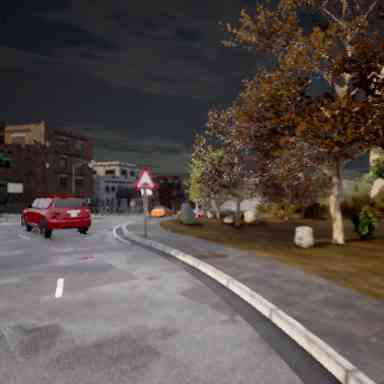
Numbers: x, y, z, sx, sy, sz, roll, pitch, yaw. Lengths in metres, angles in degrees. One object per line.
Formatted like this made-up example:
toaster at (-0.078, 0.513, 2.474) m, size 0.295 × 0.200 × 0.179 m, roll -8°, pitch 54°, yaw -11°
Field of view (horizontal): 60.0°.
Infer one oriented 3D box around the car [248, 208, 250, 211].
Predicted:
car at (6.636, 3.635, 56.458) m, size 5.366 × 1.575 × 1.946 m, roll 0°, pitch -4°, yaw 15°

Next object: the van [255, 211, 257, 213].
van at (11.771, 4.582, 75.022) m, size 4.442 × 1.987 × 1.878 m, roll 0°, pitch -3°, yaw 15°

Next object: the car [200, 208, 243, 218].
car at (4.044, 2.895, 45.772) m, size 4.892 × 1.521 × 2.231 m, roll 0°, pitch -4°, yaw 15°

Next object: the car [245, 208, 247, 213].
car at (5.439, 3.271, 51.088) m, size 4.892 × 1.521 × 2.231 m, roll 0°, pitch -4°, yaw 15°

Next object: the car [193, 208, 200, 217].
car at (1.952, 3.881, 59.715) m, size 1.994 × 1.385 × 4.181 m, roll 0°, pitch -4°, yaw 15°

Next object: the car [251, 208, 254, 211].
car at (9.584, 4.367, 67.052) m, size 4.674 × 1.452 × 2.002 m, roll 0°, pitch -4°, yaw 15°

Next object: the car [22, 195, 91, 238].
car at (-7.451, 1.201, 18.038) m, size 2.150 × 2.045 × 5.566 m, roll 0°, pitch 0°, yaw -41°

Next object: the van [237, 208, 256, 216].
van at (13.622, 5.030, 83.073) m, size 4.442 × 1.987 × 1.878 m, roll 0°, pitch -3°, yaw 15°

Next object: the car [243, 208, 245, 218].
car at (4.736, 3.083, 48.432) m, size 5.008 × 1.535 × 2.097 m, roll 0°, pitch -4°, yaw 15°

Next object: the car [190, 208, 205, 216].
car at (1.218, 4.182, 69.819) m, size 2.097 × 1.767 × 4.553 m, roll 0°, pitch -3°, yaw 15°

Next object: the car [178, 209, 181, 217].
car at (-1.297, 3.800, 60.134) m, size 2.128 × 1.511 × 4.902 m, roll 0°, pitch -4°, yaw 15°

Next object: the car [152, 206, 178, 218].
car at (-4.170, 2.862, 48.581) m, size 2.097 × 1.767 × 4.553 m, roll 0°, pitch -4°, yaw 14°

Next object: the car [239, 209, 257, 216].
car at (14.454, 5.266, 85.692) m, size 4.553 × 1.767 × 2.185 m, roll 0°, pitch -3°, yaw 15°

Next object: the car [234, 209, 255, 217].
car at (12.351, 4.844, 77.841) m, size 4.553 × 1.767 × 2.185 m, roll 0°, pitch -3°, yaw 15°
